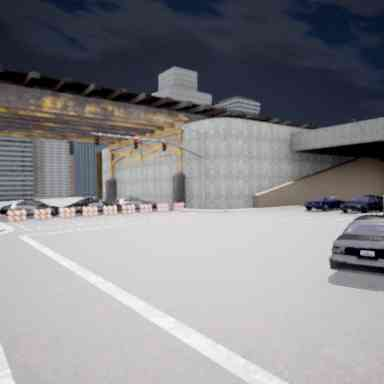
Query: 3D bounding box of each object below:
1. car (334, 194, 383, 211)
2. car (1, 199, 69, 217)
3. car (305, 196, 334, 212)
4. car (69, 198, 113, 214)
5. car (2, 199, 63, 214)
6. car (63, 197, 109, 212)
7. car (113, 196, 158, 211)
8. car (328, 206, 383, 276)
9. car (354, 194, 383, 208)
[{"bbox_3d":[14.725,1.026,28.301,5.357,1.411,2.033,-1,1,-37],"label":"car"},{"bbox_3d":[-13.672,1.401,28.729,4.974,1.542,2.038,-1,1,8],"label":"car"},{"bbox_3d":[12.604,1.090,31.083,4.718,1.301,1.895,-1,1,-37],"label":"car"},{"bbox_3d":[-9.932,1.315,31.419,2.038,1.542,4.974,-1,1,18],"label":"car"},{"bbox_3d":[-13.726,1.245,28.735,4.536,1.218,1.853,-1,1,8],"label":"car"},{"bbox_3d":[-9.918,1.156,31.467,1.853,1.218,4.536,-1,1,18],"label":"car"},{"bbox_3d":[-6.081,1.059,35.175,4.536,1.218,1.853,-1,1,-7],"label":"car"},{"bbox_3d":[5.331,1.354,9.345,2.033,1.411,5.357,0,1,36],"label":"car"},{"bbox_3d":[19.925,0.918,36.594,4.718,1.301,1.895,-1,1,-37],"label":"car"}]
